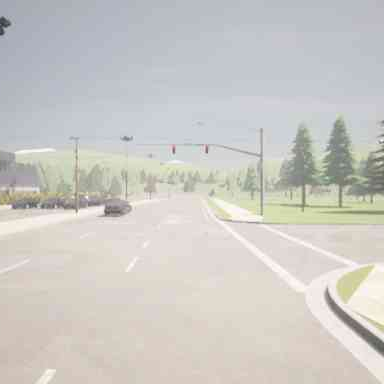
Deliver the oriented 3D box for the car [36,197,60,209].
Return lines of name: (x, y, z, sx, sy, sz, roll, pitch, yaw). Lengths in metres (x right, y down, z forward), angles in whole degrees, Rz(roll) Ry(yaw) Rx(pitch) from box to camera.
car: (-18.779, 1.523, 45.218, 1.837, 1.490, 4.892, 0, 0, 2)

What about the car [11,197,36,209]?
car: (-22.283, 1.523, 44.775, 1.837, 1.490, 4.892, 0, 0, 2)

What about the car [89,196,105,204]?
car: (-18.346, 1.590, 64.455, 1.994, 1.385, 4.181, 0, 0, 1)

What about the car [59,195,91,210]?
car: (-15.317, 1.543, 43.962, 1.812, 1.442, 4.674, 0, 0, 2)

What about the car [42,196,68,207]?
car: (-22.062, 1.513, 53.905, 2.128, 1.511, 4.902, 0, 0, 1)

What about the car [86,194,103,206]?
car: (-15.078, 1.499, 53.043, 1.882, 1.535, 5.008, 0, 0, 1)

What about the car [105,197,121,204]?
car: (-14.872, 1.589, 63.131, 1.994, 1.385, 4.181, 0, 0, 1)

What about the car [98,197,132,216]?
car: (-7.332, 1.561, 33.200, 2.033, 1.411, 5.357, 0, 0, 1)
